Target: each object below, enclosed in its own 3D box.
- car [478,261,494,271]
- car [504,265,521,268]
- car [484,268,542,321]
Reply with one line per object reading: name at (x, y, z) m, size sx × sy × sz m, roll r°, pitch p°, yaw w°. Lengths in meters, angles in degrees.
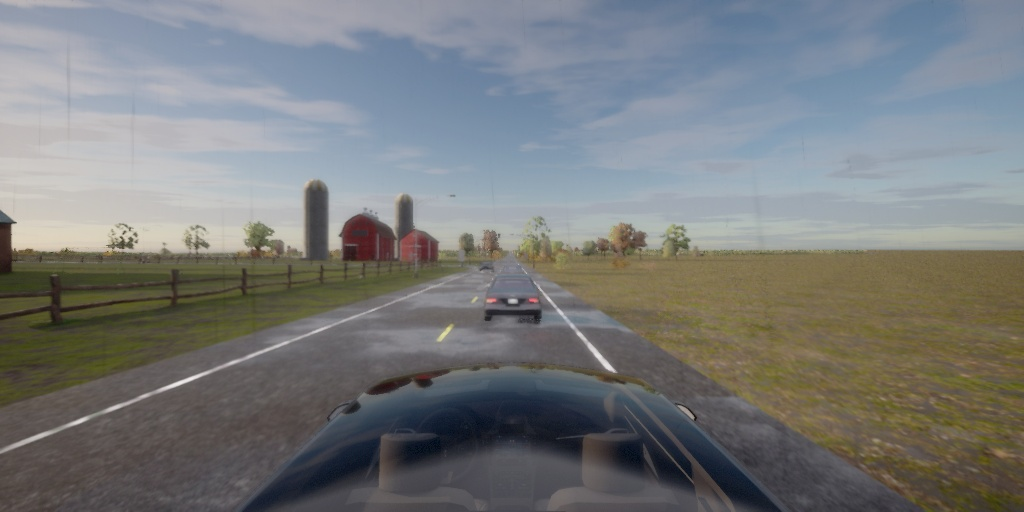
car at (-3.582, 1.458, 50.709) m, size 1.994 × 1.385 × 4.181 m, roll 0°, pitch 0°, yaw 0°
car at (0.042, 1.380, 27.656) m, size 2.033 × 1.411 × 5.357 m, roll 0°, pitch 0°, yaw 1°
car at (0.044, 1.334, 12.686) m, size 2.033 × 1.411 × 5.357 m, roll 0°, pitch 0°, yaw 1°
